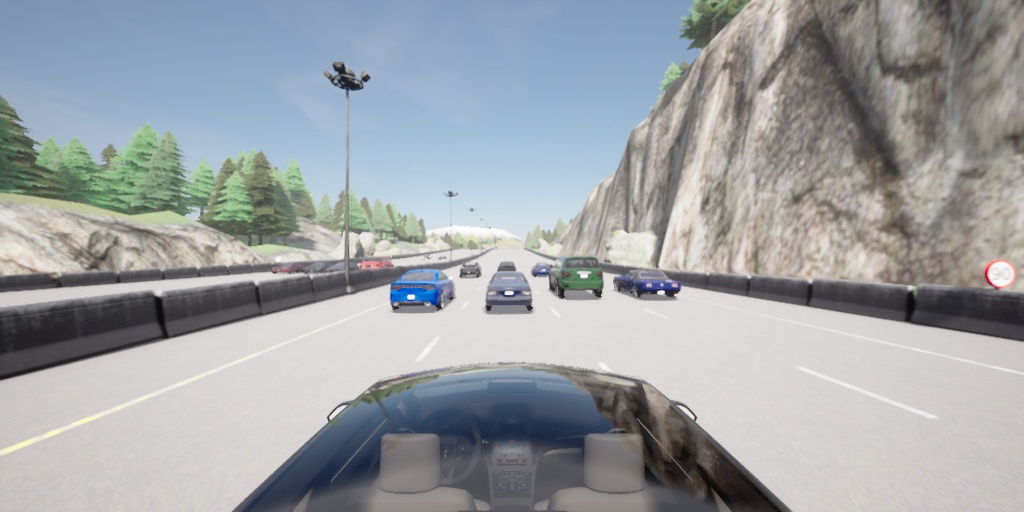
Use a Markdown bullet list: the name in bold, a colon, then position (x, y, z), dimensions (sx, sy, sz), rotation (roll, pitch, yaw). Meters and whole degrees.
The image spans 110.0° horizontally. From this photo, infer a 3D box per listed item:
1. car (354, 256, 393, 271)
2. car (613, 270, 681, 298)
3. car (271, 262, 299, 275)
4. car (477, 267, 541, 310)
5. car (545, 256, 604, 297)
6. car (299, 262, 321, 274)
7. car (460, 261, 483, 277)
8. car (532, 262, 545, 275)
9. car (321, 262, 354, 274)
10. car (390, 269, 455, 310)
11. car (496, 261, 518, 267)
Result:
- **car**: position (-14.757, 1.003, 39.229), dimensions (2.150, 2.045, 5.566), rotation (0, 1, -1)
- **car**: position (6.808, 1.390, 18.667), dimensions (1.895, 1.301, 4.718), rotation (0, 0, -1)
- **car**: position (-25.278, 1.366, 40.706), dimensions (1.994, 1.385, 4.181), rotation (0, 0, -1)
- **car**: position (-0.138, 1.359, 15.158), dimensions (2.033, 1.411, 5.357), rotation (0, 0, -1)
- **car**: position (3.298, 1.023, 19.277), dimensions (2.150, 2.045, 5.566), rotation (0, 0, -1)
- **car**: position (-21.781, 1.354, 40.888), dimensions (1.994, 1.385, 4.181), rotation (0, 0, -1)
- **car**: position (-3.992, 1.266, 35.267), dimensions (2.128, 1.511, 4.902), rotation (0, 0, -1)
- **car**: position (2.997, 1.312, 36.016), dimensions (1.994, 1.385, 4.181), rotation (0, 0, -1)
- **car**: position (-18.258, 1.340, 39.217), dimensions (2.033, 1.411, 5.357), rotation (0, 0, -1)
- **car**: position (-3.643, 1.300, 15.288), dimensions (1.882, 1.535, 5.008), rotation (0, 0, -1)
- **car**: position (-0.495, 1.267, 35.454), dimensions (1.837, 1.490, 4.892), rotation (0, 0, -1)
